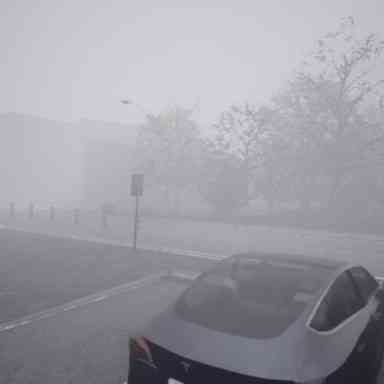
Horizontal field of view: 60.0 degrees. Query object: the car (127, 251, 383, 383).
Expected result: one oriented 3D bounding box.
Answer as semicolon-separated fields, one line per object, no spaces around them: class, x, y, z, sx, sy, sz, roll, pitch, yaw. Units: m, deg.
car;1.326;1.502;4.236;2.163;1.488;4.792;0;0;35
